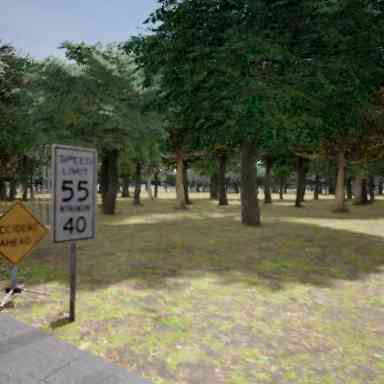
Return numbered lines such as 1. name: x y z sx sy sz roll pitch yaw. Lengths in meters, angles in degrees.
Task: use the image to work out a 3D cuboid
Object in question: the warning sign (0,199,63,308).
1. warning sign: -3.432 1.085 6.473 1.060 1.860 1.300 2 0 36
